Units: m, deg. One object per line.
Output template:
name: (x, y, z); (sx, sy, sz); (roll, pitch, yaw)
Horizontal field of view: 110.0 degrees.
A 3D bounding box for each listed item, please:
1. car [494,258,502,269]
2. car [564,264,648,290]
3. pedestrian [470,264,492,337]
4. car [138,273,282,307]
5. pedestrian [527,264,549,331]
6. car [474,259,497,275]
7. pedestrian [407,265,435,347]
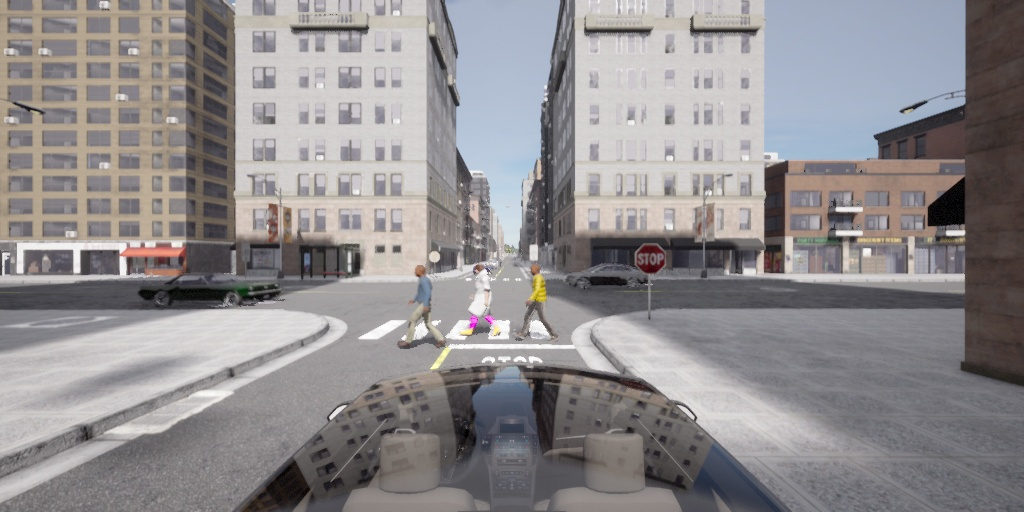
car: (-2.962, 1.257, 54.772); (1.812, 1.442, 4.674); (0, 0, 0)
car: (5.638, 1.217, 21.622); (4.902, 1.511, 2.128); (0, 0, 0)
pedestrian: (-0.758, 1.038, 8.836); (0.375, 1.860, 0.375); (0, 0, 0)
car: (-12.317, 1.363, 14.852); (4.718, 1.301, 1.895); (0, 0, 3)
pedestrian: (0.592, 1.039, 8.235); (0.375, 1.860, 0.375); (0, 0, 0)
car: (-2.998, 1.335, 38.993); (1.895, 1.301, 4.718); (0, 0, 0)
pedestrian: (-1.931, 1.039, 7.635); (0.375, 1.860, 0.375); (0, 0, 0)
